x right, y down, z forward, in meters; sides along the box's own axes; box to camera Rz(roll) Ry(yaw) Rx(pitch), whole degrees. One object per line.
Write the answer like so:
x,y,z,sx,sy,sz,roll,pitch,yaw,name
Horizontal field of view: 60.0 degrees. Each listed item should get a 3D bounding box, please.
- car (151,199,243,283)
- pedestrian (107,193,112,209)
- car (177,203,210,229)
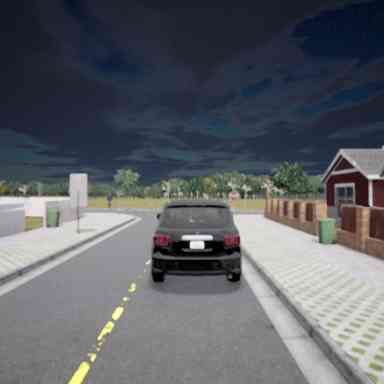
0.097,1.215,9.752,2.150,2.045,5.566,0,0,0,car
-9.707,1.051,39.122,0.375,1.860,0.375,0,-1,0,pedestrian
0.083,1.537,23.066,2.033,1.411,5.357,0,0,0,car
